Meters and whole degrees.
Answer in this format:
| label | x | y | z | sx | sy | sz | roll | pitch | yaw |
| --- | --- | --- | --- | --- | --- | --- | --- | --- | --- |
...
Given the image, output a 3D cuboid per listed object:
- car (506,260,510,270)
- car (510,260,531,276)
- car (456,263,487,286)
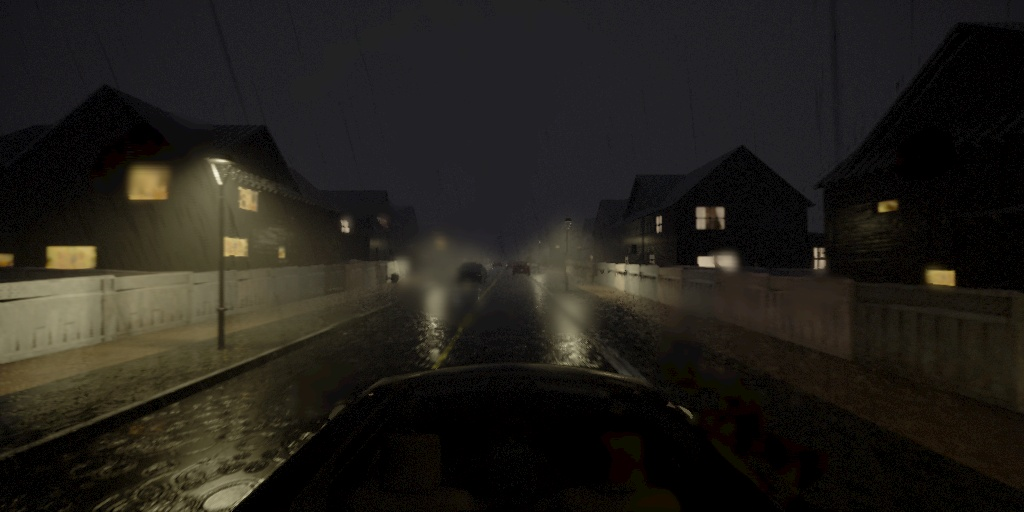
| label | x | y | z | sx | sy | sz | roll | pitch | yaw |
| --- | --- | --- | --- | --- | --- | --- | --- | --- | --- |
| car | 0.025 | 1.390 | 55.981 | 2.033 | 1.411 | 5.357 | 0 | 0 | 0 |
| car | 0.980 | 1.278 | 38.311 | 1.882 | 1.535 | 5.008 | 0 | 0 | 0 |
| car | -2.834 | 1.253 | 25.811 | 1.882 | 1.535 | 5.008 | 0 | 0 | 0 |
